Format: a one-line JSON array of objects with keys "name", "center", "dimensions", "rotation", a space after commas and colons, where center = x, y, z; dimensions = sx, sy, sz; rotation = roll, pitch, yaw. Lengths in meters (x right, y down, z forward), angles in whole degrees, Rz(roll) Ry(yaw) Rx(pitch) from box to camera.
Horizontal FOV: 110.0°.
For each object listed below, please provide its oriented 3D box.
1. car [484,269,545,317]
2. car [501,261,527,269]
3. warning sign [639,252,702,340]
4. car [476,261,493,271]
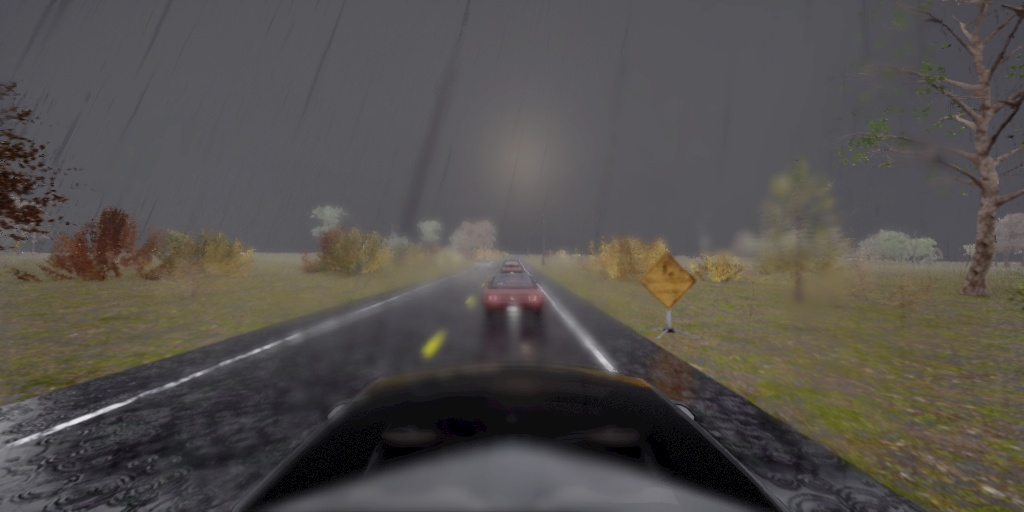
[{"name": "car", "center": [0.093, 1.319, 13.014], "dimensions": [1.895, 1.301, 4.718], "rotation": [0, 0, 0]}, {"name": "car", "center": [0.159, 1.174, 30.025], "dimensions": [1.837, 1.490, 4.892], "rotation": [0, 0, 0]}, {"name": "warning sign", "center": [3.552, 0.847, 8.114], "dimensions": [1.300, 1.860, 1.060], "rotation": [0, 0, 0]}, {"name": "car", "center": [-3.414, 1.230, 44.830], "dimensions": [1.895, 1.301, 4.718], "rotation": [0, 0, 1]}]
